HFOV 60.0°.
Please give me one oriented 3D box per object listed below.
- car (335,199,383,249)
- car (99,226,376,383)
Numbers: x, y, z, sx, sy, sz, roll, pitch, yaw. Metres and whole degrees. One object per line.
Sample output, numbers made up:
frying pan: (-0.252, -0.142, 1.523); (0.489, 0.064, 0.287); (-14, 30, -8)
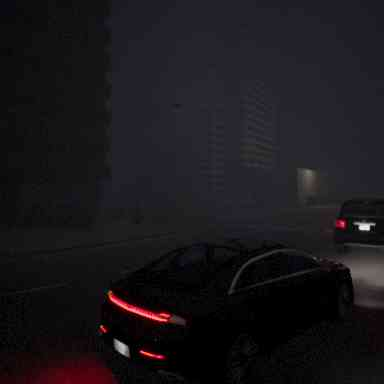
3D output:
car: (7.209, 1.270, 13.074); (2.150, 2.045, 5.566); (0, 0, 36)
car: (0.958, 1.513, 5.375); (4.902, 1.511, 2.128); (0, 0, -44)
